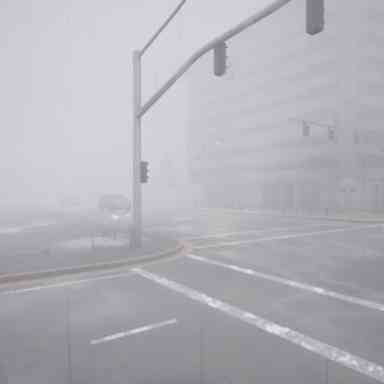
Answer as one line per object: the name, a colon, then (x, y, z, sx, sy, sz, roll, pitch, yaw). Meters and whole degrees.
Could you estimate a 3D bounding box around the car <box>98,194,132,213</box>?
car: (-8.841, 1.269, 37.732, 2.150, 2.045, 5.566, 0, 0, -35)

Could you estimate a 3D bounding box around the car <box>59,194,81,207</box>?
car: (-19.462, 1.375, 52.931, 2.150, 2.045, 5.566, 0, 0, -35)
